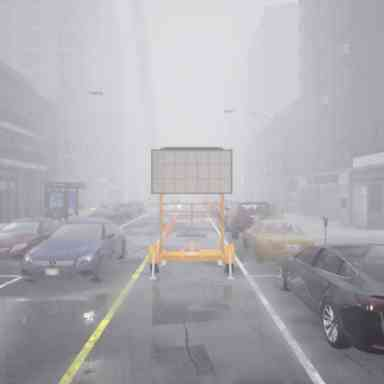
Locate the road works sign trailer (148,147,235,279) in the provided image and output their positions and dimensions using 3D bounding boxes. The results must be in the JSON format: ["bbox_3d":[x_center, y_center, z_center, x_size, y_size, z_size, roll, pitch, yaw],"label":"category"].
[{"bbox_3d":[-0.005,0.462,9.962,2.380,3.560,2.880,0,0,0],"label":"road works sign trailer"}]

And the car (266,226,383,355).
[{"bbox_3d":[2.856,1.565,6.060,1.947,1.339,4.313,0,0,0],"label":"car"}]

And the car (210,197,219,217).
[{"bbox_3d":[2.846,1.434,28.155,1.967,1.590,4.097,0,0,0],"label":"car"}]

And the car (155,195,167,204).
[{"bbox_3d":[-5.695,1.425,61.287,1.967,1.590,4.097,0,0,0],"label":"car"}]

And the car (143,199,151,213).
[{"bbox_3d":[-5.682,1.558,33.662,1.947,1.339,4.313,0,0,0],"label":"car"}]

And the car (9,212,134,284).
[{"bbox_3d":[-3.117,1.524,9.750,1.812,1.442,4.674,0,0,0],"label":"car"}]

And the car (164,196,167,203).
[{"bbox_3d":[-5.692,1.552,55.762,1.947,1.339,4.313,0,0,0],"label":"car"}]

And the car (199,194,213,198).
[{"bbox_3d":[2.834,1.301,55.773,2.192,1.841,5.009,0,0,0],"label":"car"}]

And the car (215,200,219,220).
[{"bbox_3d":[2.848,1.520,22.801,1.752,1.417,4.829,0,0,0],"label":"car"}]

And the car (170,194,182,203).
[{"bbox_3d":[-3.060,1.586,61.610,1.895,1.301,4.718,0,0,1],"label":"car"}]

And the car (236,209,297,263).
[{"bbox_3d":[2.853,1.523,11.754,1.752,1.417,4.829,0,0,0],"label":"car"}]

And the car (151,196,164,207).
[{"bbox_3d":[-5.690,1.570,50.237,1.802,1.307,4.206,0,0,0],"label":"car"}]

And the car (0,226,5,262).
[{"bbox_3d":[-5.670,1.544,6.037,1.887,1.381,4.507,0,0,0],"label":"car"}]

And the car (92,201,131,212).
[{"bbox_3d":[-5.677,1.539,22.612,1.887,1.381,4.507,0,0,0],"label":"car"}]

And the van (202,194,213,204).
[{"bbox_3d":[2.832,1.326,61.296,1.690,1.788,3.998,0,0,0],"label":"van"}]

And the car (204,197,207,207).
[{"bbox_3d":[2.841,1.541,39.202,2.008,1.369,4.403,0,0,0],"label":"car"}]

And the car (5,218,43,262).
[{"bbox_3d":[-5.673,1.580,11.562,1.802,1.307,4.206,0,0,0],"label":"car"}]

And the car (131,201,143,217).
[{"bbox_3d":[-5.680,1.559,28.137,1.947,1.339,4.313,0,0,0],"label":"car"}]

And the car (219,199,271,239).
[{"bbox_3d":[2.851,1.311,17.107,2.192,1.841,5.009,0,0,0],"label":"car"}]

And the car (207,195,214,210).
[{"bbox_3d":[2.843,1.432,33.678,1.967,1.590,4.097,0,0,0],"label":"car"}]

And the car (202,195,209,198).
[{"bbox_3d":[2.836,1.554,50.249,1.947,1.339,4.313,0,0,0],"label":"car"}]

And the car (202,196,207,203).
[{"bbox_3d":[2.839,1.540,44.725,2.008,1.369,4.403,0,0,0],"label":"car"}]
